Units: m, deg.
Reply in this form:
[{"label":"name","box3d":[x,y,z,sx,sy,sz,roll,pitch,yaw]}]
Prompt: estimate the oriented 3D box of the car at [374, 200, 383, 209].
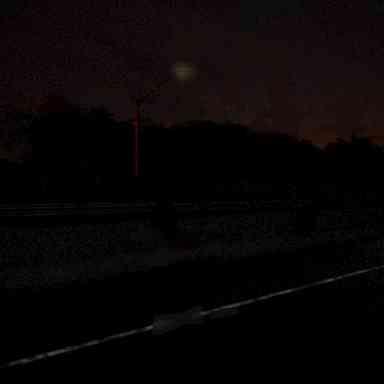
[{"label":"car","box3d":[25.820,1.691,43.871,4.181,1.385,1.994,0,0,-35]}]
